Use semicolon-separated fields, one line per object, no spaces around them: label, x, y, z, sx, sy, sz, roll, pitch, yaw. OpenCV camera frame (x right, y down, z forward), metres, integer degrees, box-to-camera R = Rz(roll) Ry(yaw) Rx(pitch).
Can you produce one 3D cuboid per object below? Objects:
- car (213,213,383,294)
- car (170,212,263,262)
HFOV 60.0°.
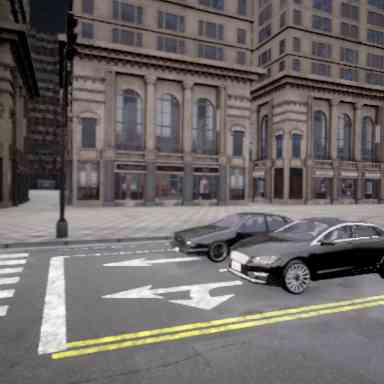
car;3.281;1.406;8.368;4.902;1.511;2.128;0;1;-21
car;2.020;1.411;11.364;5.357;1.411;2.033;0;1;-21
